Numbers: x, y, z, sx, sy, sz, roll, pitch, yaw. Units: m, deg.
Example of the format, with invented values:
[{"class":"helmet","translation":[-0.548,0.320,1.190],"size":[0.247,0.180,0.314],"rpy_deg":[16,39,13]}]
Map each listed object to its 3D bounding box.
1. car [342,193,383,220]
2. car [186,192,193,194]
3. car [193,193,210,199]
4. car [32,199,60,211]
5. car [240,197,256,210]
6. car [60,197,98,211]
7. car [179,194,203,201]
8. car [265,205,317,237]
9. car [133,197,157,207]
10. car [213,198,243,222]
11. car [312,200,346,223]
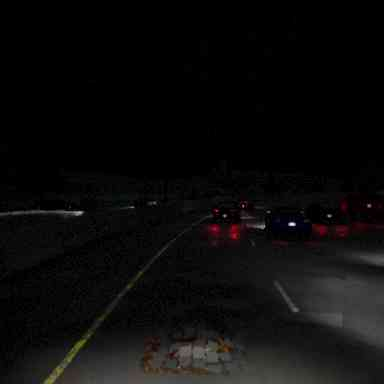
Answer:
[{"class":"car","translation":[13.869,1.128,27.540],"size":[2.150,2.045,5.566],"rpy_deg":[0,0,12]},{"class":"car","translation":[-0.662,0.872,77.959],"size":[2.097,1.767,4.553],"rpy_deg":[0,0,26]},{"class":"car","translation":[2.454,1.123,76.367],"size":[1.895,1.301,4.718],"rpy_deg":[0,0,26]},{"class":"car","translation":[-16.108,1.413,38.301],"size":[1.895,1.301,4.718],"rpy_deg":[0,0,15]},{"class":"car","translation":[6.661,1.344,40.940],"size":[1.837,1.490,4.892],"rpy_deg":[0,1,17]},{"class":"car","translation":[-12.542,1.345,38.078],"size":[1.812,1.442,4.674],"rpy_deg":[0,0,15]},{"class":"car","translation":[-0.383,1.376,53.297],"size":[1.895,1.301,4.718],"rpy_deg":[0,0,21]},{"class":"car","translation":[5.017,1.497,17.736],"size":[1.994,1.385,4.181],"rpy_deg":[0,0,8]},{"class":"car","translation":[-6.517,1.359,46.326],"size":[1.994,1.385,4.181],"rpy_deg":[0,0,18]},{"class":"car","translation":[2.666,1.424,25.018],"size":[1.812,1.442,4.674],"rpy_deg":[0,0,10]},{"class":"car","translation":[9.718,1.437,24.706],"size":[1.812,1.442,4.674],"rpy_deg":[0,0,11]}]
